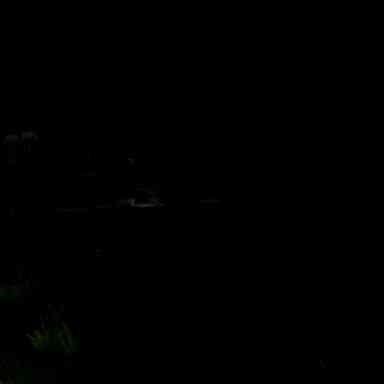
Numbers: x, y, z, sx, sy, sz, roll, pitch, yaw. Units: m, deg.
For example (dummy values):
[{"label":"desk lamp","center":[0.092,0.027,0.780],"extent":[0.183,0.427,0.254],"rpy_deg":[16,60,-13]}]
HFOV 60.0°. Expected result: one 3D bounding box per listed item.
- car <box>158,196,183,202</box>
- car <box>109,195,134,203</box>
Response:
[{"label":"car","center":[-3.551,1.395,55.498],"extent":[1.895,1.301,4.718],"rpy_deg":[0,0,36]},{"label":"car","center":[-10.647,1.244,50.622],"extent":[1.816,1.474,4.193],"rpy_deg":[7,4,33]}]
